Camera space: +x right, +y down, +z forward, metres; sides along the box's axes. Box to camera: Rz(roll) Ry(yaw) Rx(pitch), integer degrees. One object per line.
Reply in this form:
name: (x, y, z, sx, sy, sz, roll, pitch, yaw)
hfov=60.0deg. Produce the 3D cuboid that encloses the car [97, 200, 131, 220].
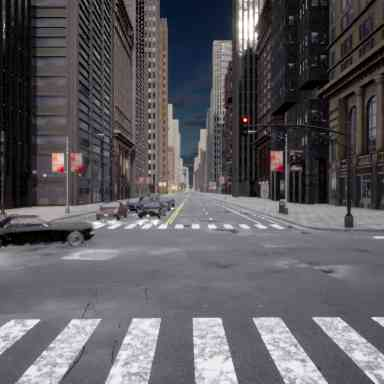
car: (-6.656, 1.512, 28.024, 1.812, 1.442, 4.674, 0, 0, 0)

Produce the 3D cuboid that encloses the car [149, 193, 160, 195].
car: (-6.683, 1.175, 57.821, 2.150, 2.045, 5.566, 0, 0, 1)

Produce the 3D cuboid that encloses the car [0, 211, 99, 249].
car: (-6.480, 1.596, 13.663, 4.718, 1.301, 1.895, 0, 0, -24)

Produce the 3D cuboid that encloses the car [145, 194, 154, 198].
car: (-6.698, 1.474, 47.372, 1.837, 1.490, 4.892, 0, 0, 0)

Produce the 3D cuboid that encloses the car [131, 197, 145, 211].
car: (-6.677, 1.580, 37.132, 1.895, 1.301, 4.718, 0, 0, 0)

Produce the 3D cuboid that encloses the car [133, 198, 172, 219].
car: (-3.385, 1.533, 29.460, 2.033, 1.411, 5.357, 0, 0, 4)

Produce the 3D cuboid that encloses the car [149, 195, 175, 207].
car: (-3.428, 1.469, 39.200, 2.128, 1.511, 4.902, 0, 0, 0)

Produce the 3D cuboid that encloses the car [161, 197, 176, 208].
car: (-3.457, 1.514, 49.751, 2.033, 1.411, 5.357, 0, 0, 0)
